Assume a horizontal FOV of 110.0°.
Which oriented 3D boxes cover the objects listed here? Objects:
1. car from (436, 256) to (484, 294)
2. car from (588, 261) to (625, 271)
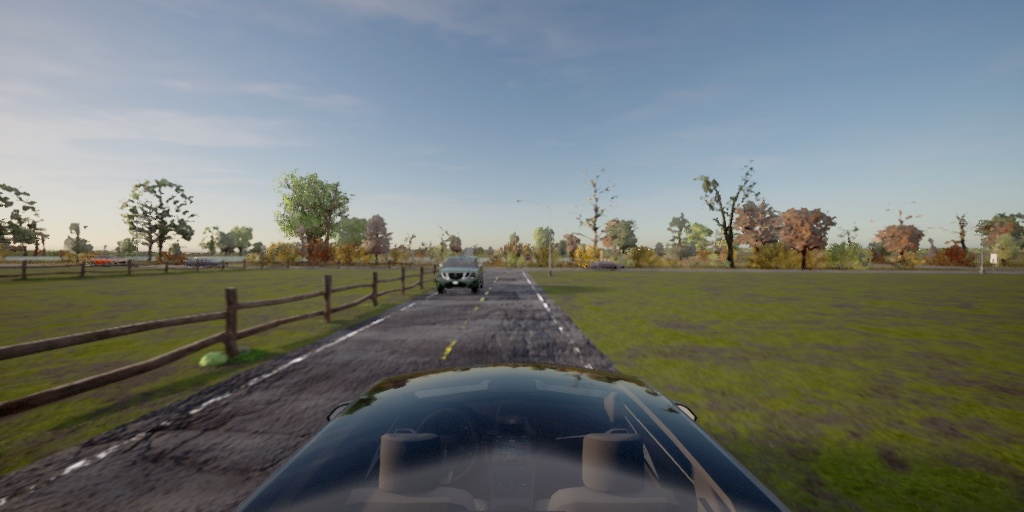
[{"bbox_3d":[-2.852,0.998,20.838,2.150,2.045,5.566,0,0,0],"label":"car"},{"bbox_3d":[14.385,1.405,54.580,5.357,1.411,2.033,0,0,0],"label":"car"}]
